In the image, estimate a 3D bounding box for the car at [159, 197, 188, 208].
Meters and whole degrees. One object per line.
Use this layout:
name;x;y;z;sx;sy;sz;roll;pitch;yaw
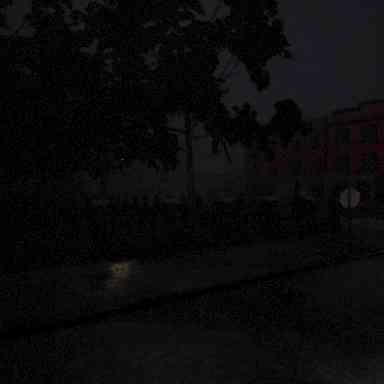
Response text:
car;-2.391;1.437;41.614;2.128;1.511;4.902;0;0;-35

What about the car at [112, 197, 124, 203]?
car;-11.770;1.406;54.908;1.812;1.442;4.674;0;0;-36
